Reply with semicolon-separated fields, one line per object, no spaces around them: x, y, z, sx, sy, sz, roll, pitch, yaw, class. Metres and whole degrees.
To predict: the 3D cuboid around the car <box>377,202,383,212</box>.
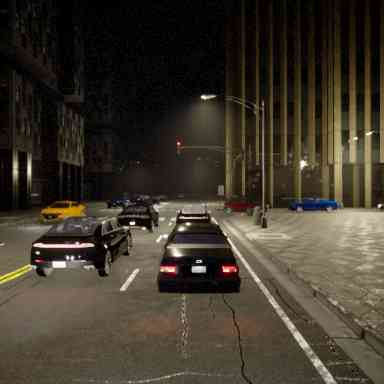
22.176;1.339;35.018;4.902;1.511;2.128;0;0;0;car

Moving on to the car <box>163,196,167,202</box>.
-6.162;1.426;68.522;1.895;1.301;4.718;0;0;0;car

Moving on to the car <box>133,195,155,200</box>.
-6.154;1.486;43.098;1.994;1.385;4.181;0;0;-4;car

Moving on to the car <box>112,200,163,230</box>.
-3.054;1.458;19.601;1.882;1.535;5.008;0;0;0;car

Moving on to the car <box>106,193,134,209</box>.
-9.628;1.141;43.935;2.150;2.045;5.566;0;0;0;car

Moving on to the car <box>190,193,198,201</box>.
0.389;1.283;77.095;1.837;1.490;4.892;0;0;0;car

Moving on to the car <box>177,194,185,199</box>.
-2.808;1.177;87.564;1.895;1.301;4.718;0;0;0;car

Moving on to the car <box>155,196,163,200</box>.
-6.321;1.484;53.993;1.895;1.301;4.718;0;0;0;car

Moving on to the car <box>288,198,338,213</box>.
12.710;1.365;35.047;5.008;1.535;1.882;0;0;1;car

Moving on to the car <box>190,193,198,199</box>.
0.442;1.107;87.517;2.128;1.511;4.902;0;0;0;car

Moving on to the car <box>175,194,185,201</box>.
-2.861;1.308;77.112;2.128;1.511;4.902;0;0;0;car

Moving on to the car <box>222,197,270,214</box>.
5.182;1.265;32.132;4.553;1.767;2.097;-1;-1;8;car

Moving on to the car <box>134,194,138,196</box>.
-9.547;1.224;56.971;2.097;1.767;4.553;0;0;0;car

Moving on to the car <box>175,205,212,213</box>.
0.092;1.473;18.695;2.128;1.511;4.902;0;0;0;car

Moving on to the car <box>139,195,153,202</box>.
-9.407;1.366;68.653;2.033;1.411;5.357;0;0;0;car

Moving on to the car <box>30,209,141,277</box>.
-3.101;1.486;10.225;2.128;1.511;4.902;0;0;0;car

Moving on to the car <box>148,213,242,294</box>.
0.143;1.543;8.951;2.033;1.411;5.357;0;0;0;car

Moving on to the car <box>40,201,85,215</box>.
-9.724;1.447;25.321;1.882;1.535;5.008;0;0;0;car
